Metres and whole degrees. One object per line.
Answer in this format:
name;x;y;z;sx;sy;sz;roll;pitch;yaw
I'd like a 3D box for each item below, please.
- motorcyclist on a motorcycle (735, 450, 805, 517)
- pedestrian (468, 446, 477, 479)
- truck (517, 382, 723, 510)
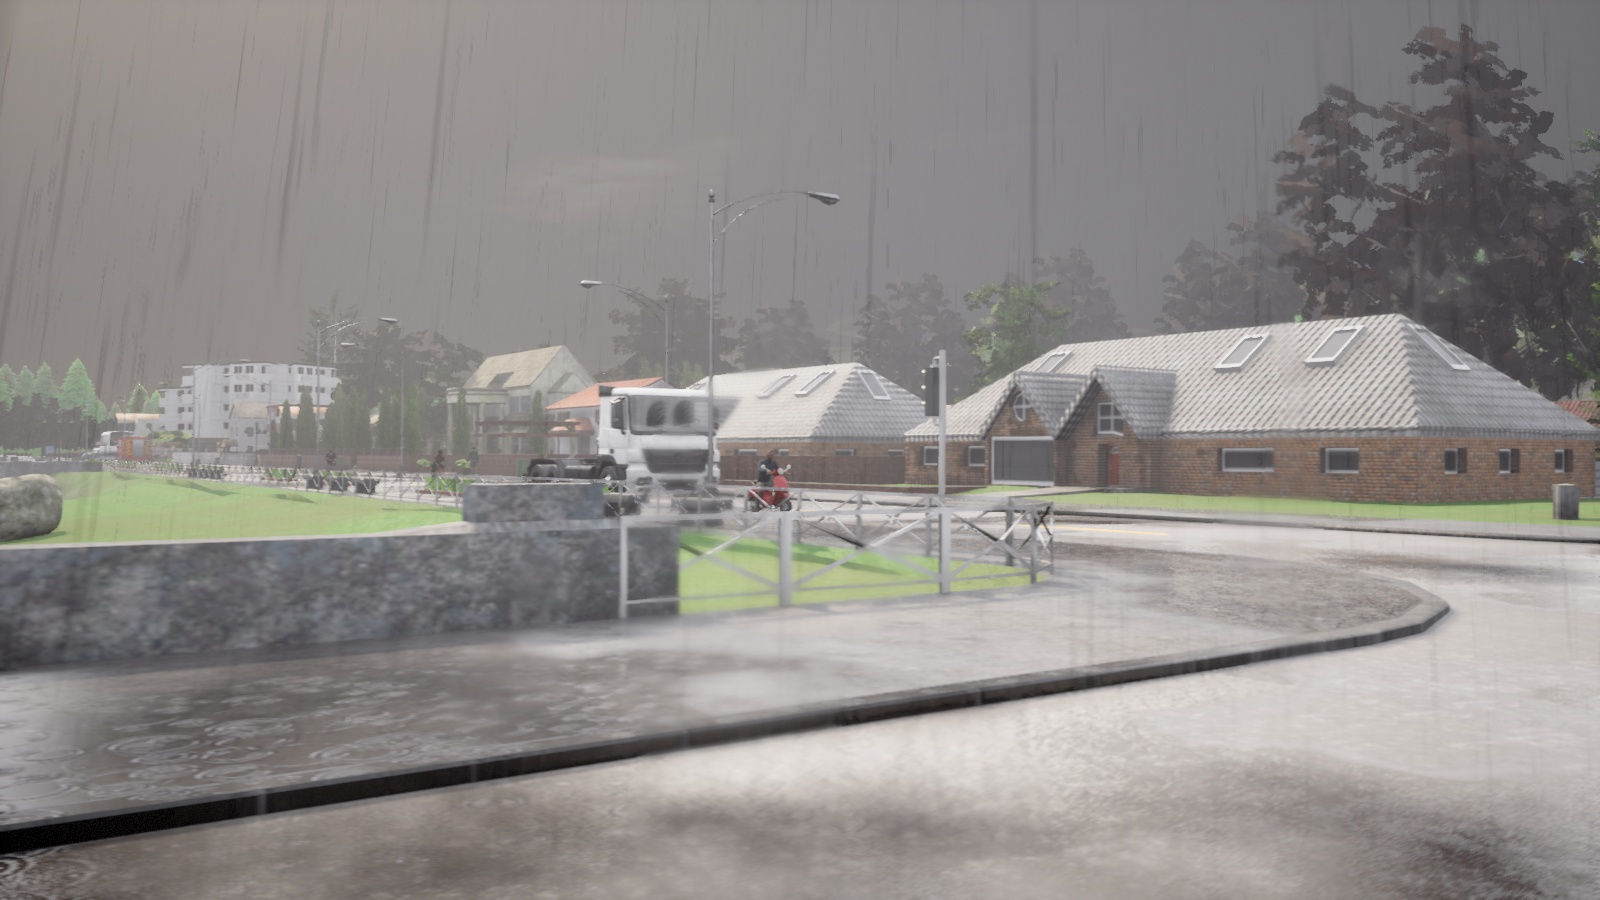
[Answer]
motorcyclist on a motorcycle;-0.755;0.801;30.841;0.866;1.590;1.817;0;0;-35
pedestrian;-18.727;0.710;71.835;0.353;1.847;0.614;0;0;-27
truck;-5.629;-0.109;37.842;2.891;3.462;7.936;0;0;-35
